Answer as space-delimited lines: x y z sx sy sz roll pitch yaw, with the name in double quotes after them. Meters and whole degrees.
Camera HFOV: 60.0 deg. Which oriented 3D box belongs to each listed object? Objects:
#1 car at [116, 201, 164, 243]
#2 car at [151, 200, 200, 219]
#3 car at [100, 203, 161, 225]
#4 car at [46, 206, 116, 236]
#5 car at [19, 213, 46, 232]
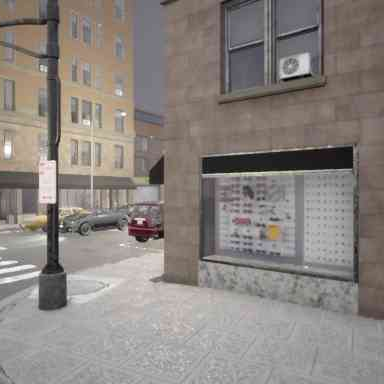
-0.732 1.306 15.346 2.192 1.841 5.009 0 0 35 "car"
-1.359 1.496 29.383 1.752 1.417 4.829 0 0 35 "car"
-4.489 1.548 24.880 1.947 1.339 4.313 0 0 35 "car"
-5.515 1.557 18.573 1.994 1.385 4.181 0 0 35 "car"
-7.815 1.519 20.096 1.752 1.417 4.829 0 0 35 "car"
